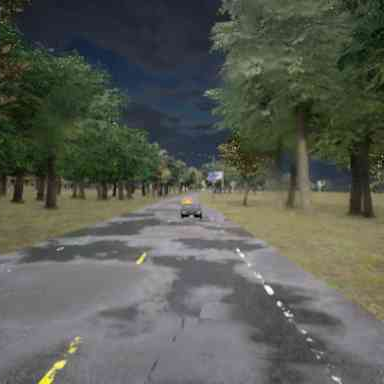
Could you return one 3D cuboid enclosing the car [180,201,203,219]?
[{"bbox_3d":[-0.057,1.715,29.674,1.895,1.301,4.718,0,0,-1],"label":"car"}]

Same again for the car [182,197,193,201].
[{"bbox_3d":[-0.788,1.636,60.231,1.882,1.535,5.008,0,-1,-2],"label":"car"}]
